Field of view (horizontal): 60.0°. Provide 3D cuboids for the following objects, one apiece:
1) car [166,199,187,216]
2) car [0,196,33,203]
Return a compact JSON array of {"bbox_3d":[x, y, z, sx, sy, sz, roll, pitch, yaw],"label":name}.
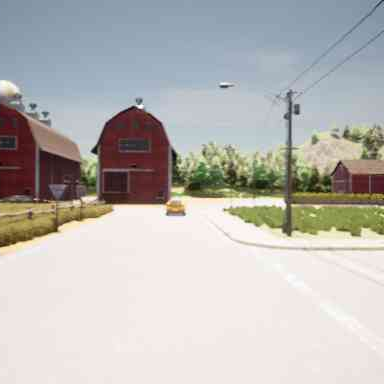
[{"bbox_3d":[-1.549,1.447,32.446,1.882,1.535,5.008,1,0,-2],"label":"car"},{"bbox_3d":[-24.023,1.212,44.680,4.902,1.511,2.128,1,0,-5],"label":"car"}]
